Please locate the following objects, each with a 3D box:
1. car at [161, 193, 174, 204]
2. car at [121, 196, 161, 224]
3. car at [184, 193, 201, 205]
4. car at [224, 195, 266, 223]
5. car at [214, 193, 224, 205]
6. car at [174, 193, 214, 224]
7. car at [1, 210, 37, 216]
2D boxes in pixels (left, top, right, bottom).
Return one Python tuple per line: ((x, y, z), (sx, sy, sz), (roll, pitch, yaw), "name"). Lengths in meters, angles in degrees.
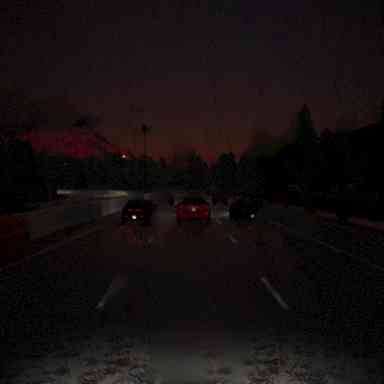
((-3.416, 0.914, 45.434), (1.812, 1.442, 4.674), (0, 1, 0), "car")
((-3.397, 1.208, 21.993), (1.837, 1.490, 4.892), (0, 1, 0), "car")
((0.091, 0.897, 44.234), (2.128, 1.511, 4.902), (0, 1, 0), "car")
((3.602, 1.192, 22.197), (2.128, 1.511, 4.902), (0, 1, 0), "car")
((3.587, 0.890, 44.738), (2.128, 1.511, 4.902), (0, 1, 0), "car")
((0.103, 1.051, 22.259), (2.097, 1.767, 4.553), (0, 1, 0), "car")
((-10.577, 1.296, 18.675), (2.033, 1.411, 5.357), (0, 1, 0), "car")
